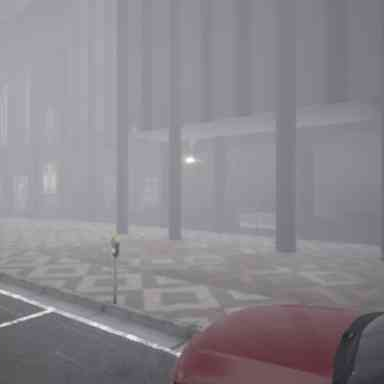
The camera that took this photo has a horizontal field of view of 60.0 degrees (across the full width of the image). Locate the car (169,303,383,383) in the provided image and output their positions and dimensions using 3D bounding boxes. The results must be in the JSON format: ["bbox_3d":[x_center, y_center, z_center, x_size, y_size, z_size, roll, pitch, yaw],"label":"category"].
[{"bbox_3d":[2.087,1.314,1.471,5.009,1.841,2.192,0,0,35],"label":"car"}]
